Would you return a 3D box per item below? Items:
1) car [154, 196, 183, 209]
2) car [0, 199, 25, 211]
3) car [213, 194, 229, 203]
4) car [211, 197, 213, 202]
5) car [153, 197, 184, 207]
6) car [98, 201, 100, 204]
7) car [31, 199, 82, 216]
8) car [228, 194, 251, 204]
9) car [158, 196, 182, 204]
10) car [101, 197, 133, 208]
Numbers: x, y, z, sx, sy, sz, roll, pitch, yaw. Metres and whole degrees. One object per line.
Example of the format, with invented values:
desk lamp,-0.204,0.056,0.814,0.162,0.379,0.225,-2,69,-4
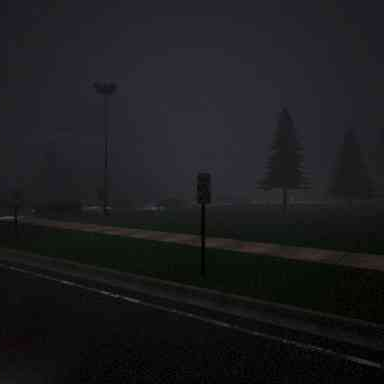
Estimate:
car,-3.301,1.564,46.566,1.994,1.385,4.181,0,0,35
car,-21.841,1.526,38.389,1.812,1.442,4.674,0,0,35
car,7.058,1.328,67.304,2.150,2.045,5.566,0,0,35
car,3.063,1.564,67.727,1.994,1.385,4.181,0,0,35
car,-3.592,1.547,52.256,2.033,1.411,5.357,0,0,35
car,-12.342,1.506,51.958,1.837,1.490,4.892,0,0,35
car,-13.138,1.491,32.513,2.128,1.511,4.902,0,0,35
car,9.800,1.547,65.122,2.033,1.411,5.357,0,0,35
car,-4.100,1.477,63.667,1.882,1.535,5.008,0,0,35
car,-10.529,1.564,48.447,1.994,1.385,4.181,0,0,35
